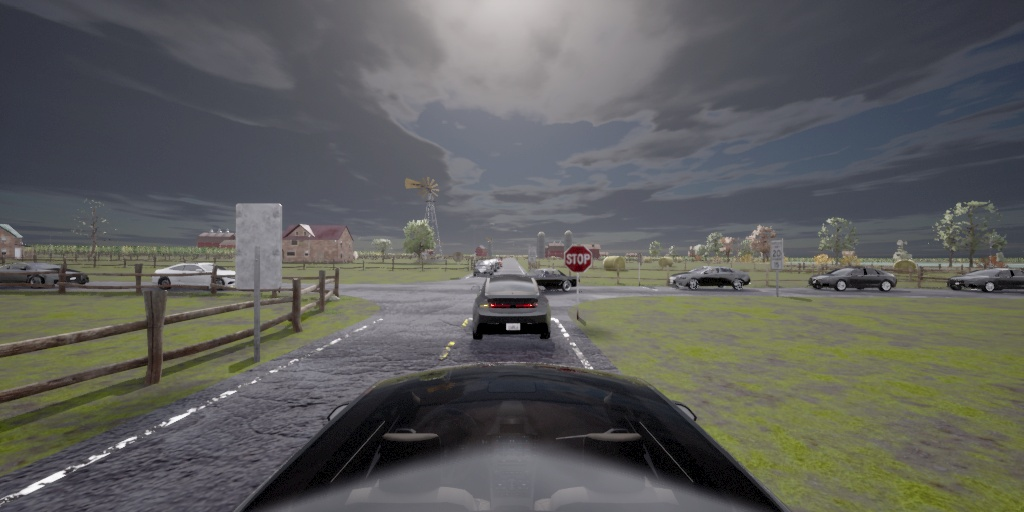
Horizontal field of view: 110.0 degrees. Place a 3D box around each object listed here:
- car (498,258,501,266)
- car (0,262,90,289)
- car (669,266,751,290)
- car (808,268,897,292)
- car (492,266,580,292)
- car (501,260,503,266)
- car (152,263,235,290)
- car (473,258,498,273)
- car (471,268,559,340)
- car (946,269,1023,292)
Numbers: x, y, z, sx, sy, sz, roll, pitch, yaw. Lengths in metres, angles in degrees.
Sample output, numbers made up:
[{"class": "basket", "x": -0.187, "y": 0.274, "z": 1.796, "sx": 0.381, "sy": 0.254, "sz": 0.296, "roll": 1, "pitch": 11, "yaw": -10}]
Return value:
[{"class": "car", "x": -2.854, "y": 1.241, "z": 46.170, "sx": 2.128, "sy": 1.511, "sz": 4.902, "roll": 0, "pitch": 0, "yaw": 0}, {"class": "car", "x": -26.364, "y": 1.048, "z": 19.872, "sx": 4.181, "sy": 1.385, "sz": 1.994, "roll": 1, "pitch": -1, "yaw": -1}, {"class": "car", "x": 12.797, "y": 1.396, "z": 23.313, "sx": 4.902, "sy": 1.511, "sz": 2.128, "roll": 1, "pitch": -1, "yaw": -2}, {"class": "car", "x": 22.199, "y": 1.499, "z": 23.485, "sx": 4.892, "sy": 1.490, "sz": 1.837, "roll": 1, "pitch": -1, "yaw": -1}, {"class": "car", "x": 1.499, "y": 1.369, "z": 20.084, "sx": 4.718, "sy": 1.301, "sz": 1.895, "roll": 1, "pitch": 0, "yaw": -35}, {"class": "car", "x": -2.823, "y": 1.240, "z": 55.712, "sx": 2.128, "sy": 1.511, "sz": 4.902, "roll": 0, "pitch": 0, "yaw": 0}, {"class": "car", "x": -17.244, "y": 1.104, "z": 19.994, "sx": 4.674, "sy": 1.442, "sz": 1.812, "roll": 1, "pitch": -1, "yaw": -1}, {"class": "car", "x": -2.861, "y": 1.243, "z": 36.725, "sx": 2.128, "sy": 1.511, "sz": 4.902, "roll": 0, "pitch": 0, "yaw": 0}, {"class": "car", "x": -0.074, "y": 1.256, "z": 10.038, "sx": 1.837, "sy": 1.490, "sz": 4.892, "roll": 0, "pitch": 0, "yaw": -2}, {"class": "car", "x": 31.702, "y": 1.586, "z": 23.606, "sx": 4.892, "sy": 1.490, "sz": 1.837, "roll": 1, "pitch": -1, "yaw": -1}]
